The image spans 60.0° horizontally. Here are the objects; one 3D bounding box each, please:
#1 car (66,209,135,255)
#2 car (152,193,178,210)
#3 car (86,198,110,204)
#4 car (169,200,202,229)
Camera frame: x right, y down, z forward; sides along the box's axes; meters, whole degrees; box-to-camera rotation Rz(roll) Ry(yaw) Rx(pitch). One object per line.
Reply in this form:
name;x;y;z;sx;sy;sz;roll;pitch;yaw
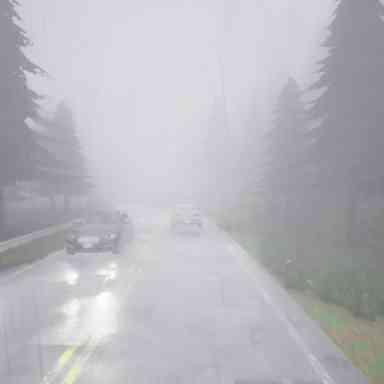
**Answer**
car;-3.454;1.472;13.238;2.128;1.511;4.902;0;0;-2
car;-3.509;1.137;42.666;2.150;2.045;5.566;-1;0;-21
car;-14.669;1.782;51.987;4.892;1.490;1.837;-2;2;38
car;-0.407;1.490;21.503;1.812;1.442;4.674;0;0;-3
